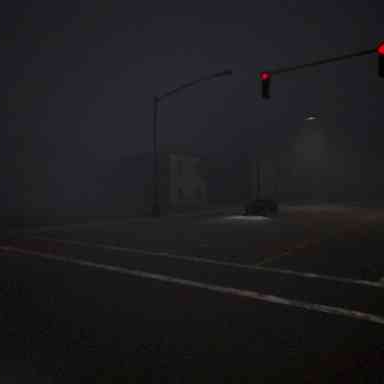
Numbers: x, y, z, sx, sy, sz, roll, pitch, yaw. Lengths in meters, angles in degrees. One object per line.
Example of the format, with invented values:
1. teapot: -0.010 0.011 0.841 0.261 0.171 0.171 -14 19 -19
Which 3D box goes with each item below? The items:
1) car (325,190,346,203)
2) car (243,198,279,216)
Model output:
1. car: 23.054 0.744 53.413 2.150 2.045 5.566 -1 0 37
2. car: 6.572 1.391 31.279 1.837 1.490 4.892 -1 1 37
